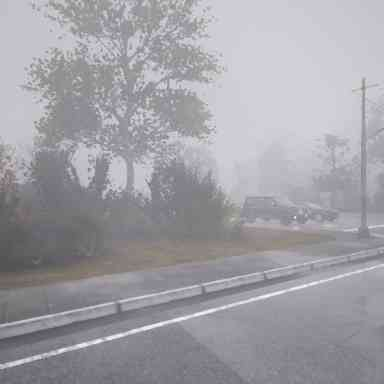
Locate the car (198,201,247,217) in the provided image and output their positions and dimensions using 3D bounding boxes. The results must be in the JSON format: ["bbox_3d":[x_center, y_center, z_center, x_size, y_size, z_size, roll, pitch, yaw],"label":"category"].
[{"bbox_3d":[3.049,1.706,34.156,1.882,1.535,5.008,0,-1,-43],"label":"car"}]

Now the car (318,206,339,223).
[{"bbox_3d":[9.236,1.566,26.845,1.882,1.535,5.008,0,-1,-39],"label":"car"}]

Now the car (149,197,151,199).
[{"bbox_3d":[-8.273,1.904,54.766,5.566,2.045,2.150,-1,-1,39],"label":"car"}]

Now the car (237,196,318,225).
[{"bbox_3d":[6.201,1.316,25.101,2.150,2.045,5.566,0,-1,-37],"label":"car"}]
